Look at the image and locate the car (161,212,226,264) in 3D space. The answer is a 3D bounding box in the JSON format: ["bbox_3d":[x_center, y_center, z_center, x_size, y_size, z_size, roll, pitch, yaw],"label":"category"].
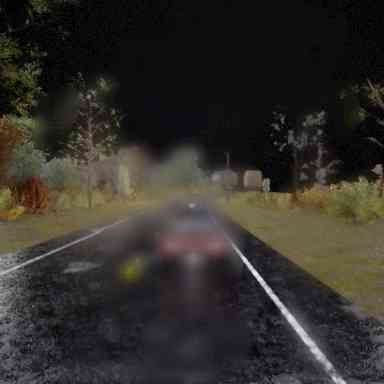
[{"bbox_3d":[0.067,1.609,11.782,1.895,1.301,4.718,0,0,0],"label":"car"}]

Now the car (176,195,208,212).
[{"bbox_3d":[0.147,1.243,27.113,2.150,2.045,5.566,0,0,1],"label":"car"}]

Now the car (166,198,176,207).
[{"bbox_3d":[-2.855,1.583,50.735,2.033,1.411,5.357,0,0,3],"label":"car"}]
